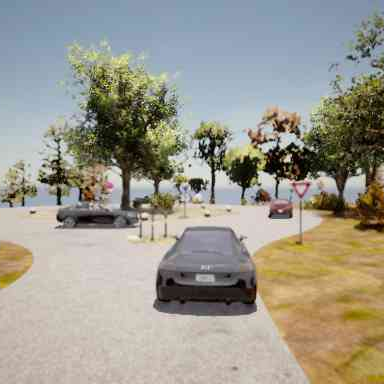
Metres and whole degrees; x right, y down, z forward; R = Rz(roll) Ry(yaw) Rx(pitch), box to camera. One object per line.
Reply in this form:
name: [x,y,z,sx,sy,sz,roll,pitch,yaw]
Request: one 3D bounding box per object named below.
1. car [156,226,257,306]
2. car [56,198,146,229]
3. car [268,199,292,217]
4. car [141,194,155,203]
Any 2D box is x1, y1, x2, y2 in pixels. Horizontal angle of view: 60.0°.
car: [0.394,1.494,7.974,1.994,1.385,4.181,0,1,4]
car: [-5.492,1.322,19.671,4.902,1.511,2.128,0,1,2]
car: [7.391,1.285,27.894,1.812,1.442,4.674,0,1,14]
car: [-6.100,1.096,47.598,4.892,1.490,1.837,0,-1,2]
